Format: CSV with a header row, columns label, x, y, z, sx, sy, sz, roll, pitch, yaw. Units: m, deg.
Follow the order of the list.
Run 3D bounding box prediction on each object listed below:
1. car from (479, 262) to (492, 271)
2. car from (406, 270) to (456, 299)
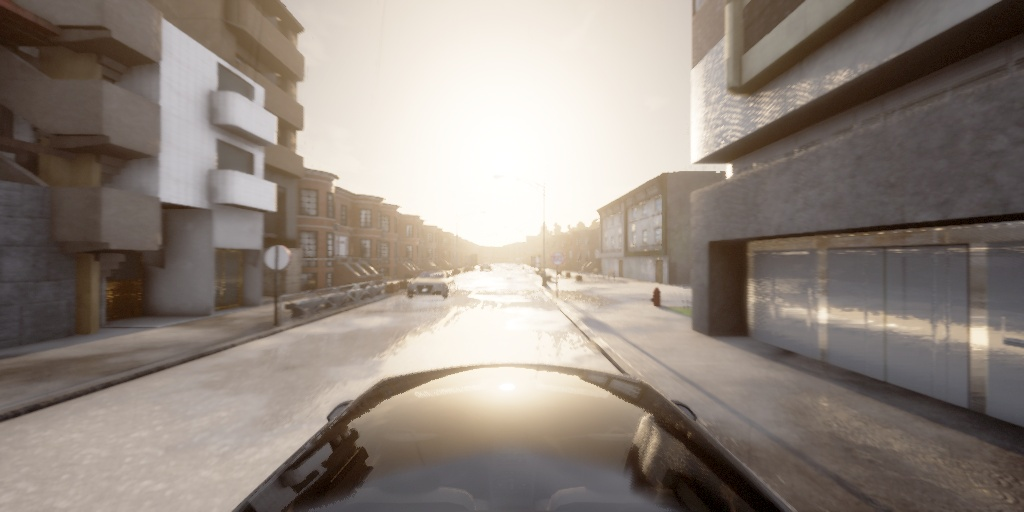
label,x,y,z,sx,sy,sz,roll,pitch,yaw
car,-4.364,1.737,60.608,2.128,1.511,4.902,0,-1,0
car,-4.191,1.454,19.171,1.994,1.385,4.181,0,0,0
